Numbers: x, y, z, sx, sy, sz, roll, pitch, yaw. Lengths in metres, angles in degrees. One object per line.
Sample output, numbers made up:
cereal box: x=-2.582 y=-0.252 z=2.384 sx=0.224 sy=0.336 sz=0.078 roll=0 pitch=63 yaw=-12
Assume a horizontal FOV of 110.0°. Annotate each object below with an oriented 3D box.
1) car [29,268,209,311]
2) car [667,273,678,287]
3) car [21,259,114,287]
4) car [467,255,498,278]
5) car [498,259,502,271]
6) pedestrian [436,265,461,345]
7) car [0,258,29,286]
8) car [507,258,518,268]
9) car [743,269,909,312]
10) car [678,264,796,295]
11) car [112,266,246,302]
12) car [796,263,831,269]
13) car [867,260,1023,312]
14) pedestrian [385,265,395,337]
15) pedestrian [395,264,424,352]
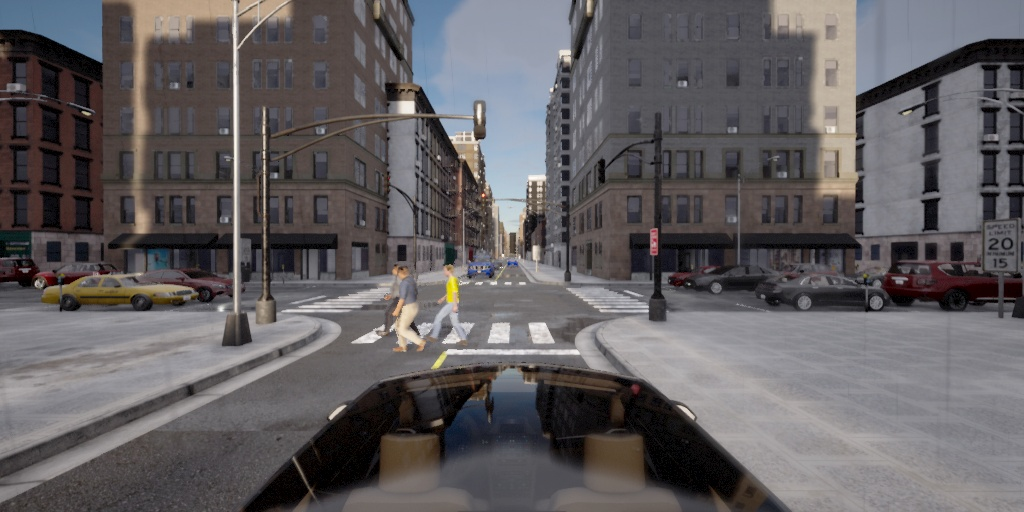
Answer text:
car: x=-14.891 y=1.291 z=13.780 sx=4.829 sy=1.417 sz=1.751 roll=0 pitch=0 yaw=0
car: x=11.806 y=1.277 z=21.734 sx=4.507 sy=1.381 sz=1.888 roll=0 pitch=0 yaw=0
car: x=-26.363 y=1.163 z=21.835 sx=4.097 sy=1.591 sz=1.967 roll=0 pitch=0 yaw=0
car: x=-2.791 y=0.968 z=33.445 sx=2.150 sy=2.045 sz=5.566 roll=0 pitch=0 yaw=0
car: x=-2.750 y=1.315 z=48.936 sx=1.994 sy=1.385 sz=4.181 roll=0 pitch=0 yaw=0
pedestrian: x=-1.399 y=1.042 z=7.943 sx=0.375 sy=1.860 sz=0.375 roll=0 pitch=0 yaw=0
car: x=-32.025 y=1.037 z=21.850 sx=5.009 sy=1.841 sz=2.192 roll=0 pitch=0 yaw=0
car: x=0.110 y=1.234 z=63.210 sx=1.882 sy=1.535 sz=5.008 roll=0 pitch=0 yaw=0
car: x=11.785 y=1.323 z=13.709 sx=4.403 sy=1.370 sz=2.007 roll=0 pitch=0 yaw=0
car: x=11.909 y=1.249 z=19.191 sx=4.892 sy=1.490 sz=1.837 roll=0 pitch=0 yaw=0
car: x=-14.784 y=1.279 z=16.294 sx=4.674 sy=1.442 sz=1.812 roll=0 pitch=0 yaw=0
car: x=17.215 y=1.173 z=21.720 sx=4.097 sy=1.591 sz=1.967 roll=0 pitch=0 yaw=0
car: x=17.194 y=1.088 z=13.695 sx=5.009 sy=1.841 sz=2.192 roll=0 pitch=0 yaw=0
pedestrian: x=-2.711 y=1.043 z=8.545 sx=0.375 sy=1.860 sz=0.375 roll=0 pitch=0 yaw=0
pedestrian: x=-2.097 y=1.042 z=7.338 sx=0.375 sy=1.860 sz=0.375 roll=0 pitch=0 yaw=0
